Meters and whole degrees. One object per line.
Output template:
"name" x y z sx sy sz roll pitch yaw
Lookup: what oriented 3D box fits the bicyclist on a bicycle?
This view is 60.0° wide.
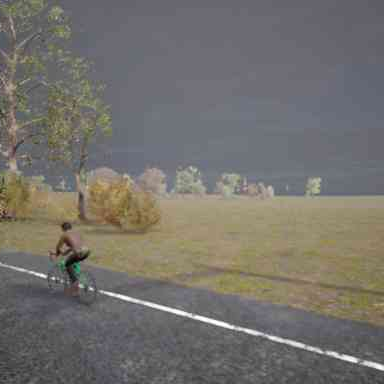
"bicyclist on a bicycle" -2.501 1.445 6.857 1.656 1.620 0.582 0 0 36
